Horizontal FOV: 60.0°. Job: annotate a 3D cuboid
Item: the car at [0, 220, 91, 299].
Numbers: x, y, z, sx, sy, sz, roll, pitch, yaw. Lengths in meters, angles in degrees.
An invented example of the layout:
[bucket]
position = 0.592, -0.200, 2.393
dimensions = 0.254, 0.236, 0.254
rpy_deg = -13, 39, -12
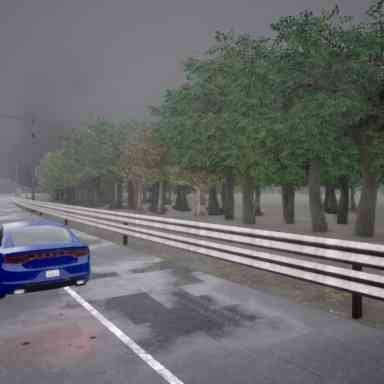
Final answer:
[car]
position = -4.204, 1.478, 8.671
dimensions = 1.882, 1.535, 5.008
rpy_deg = 0, 0, -35
